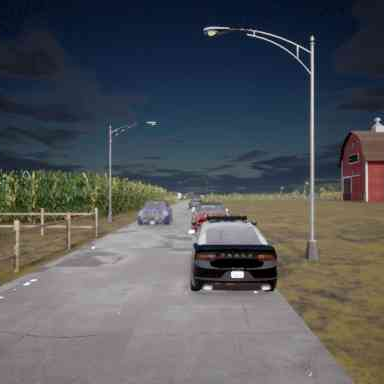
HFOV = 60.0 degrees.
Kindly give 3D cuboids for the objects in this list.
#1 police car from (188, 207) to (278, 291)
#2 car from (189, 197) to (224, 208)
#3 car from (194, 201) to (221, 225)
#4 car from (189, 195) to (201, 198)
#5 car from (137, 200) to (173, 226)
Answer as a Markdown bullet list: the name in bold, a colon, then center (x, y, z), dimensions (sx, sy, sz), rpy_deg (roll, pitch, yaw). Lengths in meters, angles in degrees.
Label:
- **police car**: center (0.926, 1.430, 9.140), dimensions (1.930, 1.638, 5.238), rpy_deg (0, 0, 1)
- **car**: center (1.036, 1.366, 19.002), dimensions (2.097, 1.767, 4.553), rpy_deg (0, 0, 1)
- **car**: center (1.105, 1.527, 25.033), dimensions (1.837, 1.490, 4.892), rpy_deg (0, 0, 1)
- **car**: center (0.532, 1.597, 46.473), dimensions (2.128, 1.511, 4.902), rpy_deg (0, 0, 1)
- **car**: center (-2.487, 1.371, 23.365), dimensions (2.097, 1.767, 4.553), rpy_deg (0, 0, 1)
